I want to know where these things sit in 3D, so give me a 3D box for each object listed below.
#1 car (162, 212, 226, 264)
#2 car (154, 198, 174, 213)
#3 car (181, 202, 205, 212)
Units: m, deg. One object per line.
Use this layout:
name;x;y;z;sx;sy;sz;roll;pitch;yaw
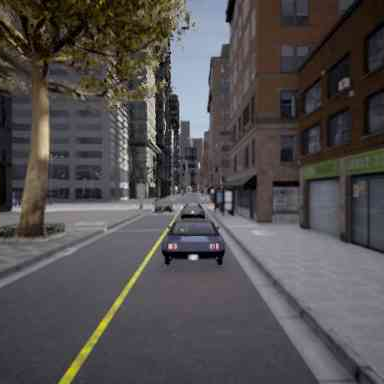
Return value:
car;0.062;1.601;11.834;1.895;1.301;4.718;0;0;0
car;-3.066;1.500;36.819;1.837;1.490;4.892;0;0;0
car;0.073;1.561;28.258;1.994;1.385;4.181;0;0;0
